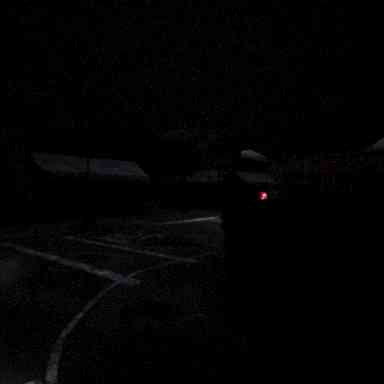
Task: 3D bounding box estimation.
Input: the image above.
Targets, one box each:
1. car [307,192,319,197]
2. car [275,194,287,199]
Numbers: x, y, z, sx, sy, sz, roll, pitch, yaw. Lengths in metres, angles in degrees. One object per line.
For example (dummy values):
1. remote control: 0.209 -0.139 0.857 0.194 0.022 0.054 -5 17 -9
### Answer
1. car: 27.304 1.279 77.476 2.007 1.523 4.514 0 0 38
2. car: 20.044 1.209 74.251 1.970 1.475 3.806 0 0 38
